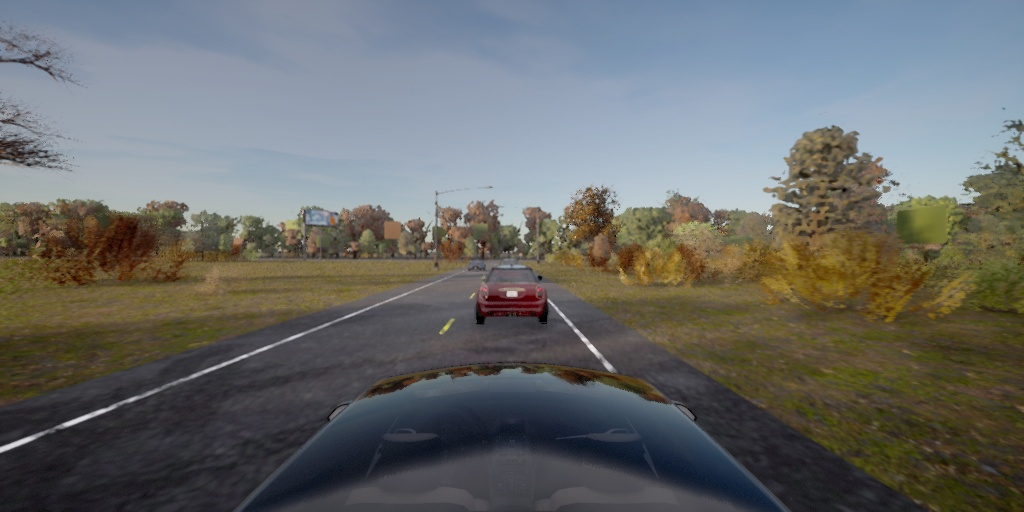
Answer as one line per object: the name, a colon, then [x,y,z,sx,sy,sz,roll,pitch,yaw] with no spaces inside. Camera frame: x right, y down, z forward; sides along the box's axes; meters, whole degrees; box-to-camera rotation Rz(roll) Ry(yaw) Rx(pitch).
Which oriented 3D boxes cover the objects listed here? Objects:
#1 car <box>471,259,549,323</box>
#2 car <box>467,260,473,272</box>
car: [-0.016,1.061,12.052,2.097,1.767,4.553,0,0,-1]
car: [-4.106,1.148,42.353,1.994,1.385,4.181,0,0,-1]
